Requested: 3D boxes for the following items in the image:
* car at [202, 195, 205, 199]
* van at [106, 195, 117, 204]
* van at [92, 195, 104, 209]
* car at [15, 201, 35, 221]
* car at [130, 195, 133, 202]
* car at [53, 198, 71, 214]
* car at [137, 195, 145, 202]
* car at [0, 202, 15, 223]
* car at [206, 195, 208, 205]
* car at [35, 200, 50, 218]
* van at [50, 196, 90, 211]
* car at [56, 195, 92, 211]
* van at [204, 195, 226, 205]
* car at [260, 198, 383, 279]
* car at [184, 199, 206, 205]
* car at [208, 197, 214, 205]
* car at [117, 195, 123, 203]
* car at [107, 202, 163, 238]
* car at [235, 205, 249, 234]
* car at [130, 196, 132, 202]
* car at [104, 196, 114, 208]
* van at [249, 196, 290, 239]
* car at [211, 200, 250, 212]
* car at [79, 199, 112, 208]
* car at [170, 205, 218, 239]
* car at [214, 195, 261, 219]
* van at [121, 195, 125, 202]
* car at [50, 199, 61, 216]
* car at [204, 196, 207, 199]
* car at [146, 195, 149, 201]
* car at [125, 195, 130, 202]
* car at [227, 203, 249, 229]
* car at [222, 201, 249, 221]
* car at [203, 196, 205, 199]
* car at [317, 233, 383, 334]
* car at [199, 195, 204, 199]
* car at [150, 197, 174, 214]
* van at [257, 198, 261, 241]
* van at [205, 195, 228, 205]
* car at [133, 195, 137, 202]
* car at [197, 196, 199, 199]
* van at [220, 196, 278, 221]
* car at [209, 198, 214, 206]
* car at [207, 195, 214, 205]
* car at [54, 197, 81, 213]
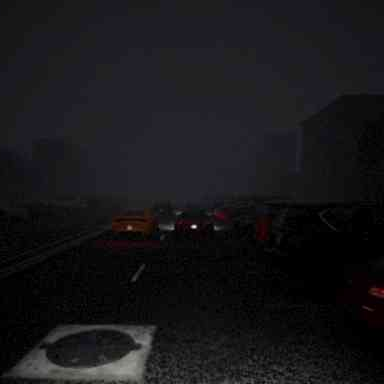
[{"bbox_3d":[4.700,1.788,57.972,5.008,1.535,2.097,0,-1,0],"label":"car"},{"bbox_3d":[-15.630,1.576,56.487,4.442,1.987,1.878,0,-1,0],"label":"van"},{"bbox_3d":[-15.623,1.501,48.214,4.442,1.987,1.878,0,0,0],"label":"van"},{"bbox_3d":[-15.672,1.570,26.158,5.366,1.575,1.946,0,0,0],"label":"car"},{"bbox_3d":[-15.556,1.807,70.399,4.553,1.767,2.185,0,-1,0],"label":"car"},{"bbox_3d":[-15.496,1.663,34.428,4.674,1.452,2.002,0,0,0],"label":"car"},{"bbox_3d":[-15.510,2.094,86.820,4.792,1.488,2.163,0,0,0],"label":"car"},{"bbox_3d":[-15.481,1.599,23.400,4.674,1.452,2.002,0,0,0],"label":"car"},{"bbox_3d":[4.675,1.566,46.859,4.553,1.767,2.185,0,-1,0],"label":"car"},{"bbox_3d":[-15.483,1.590,28.914,4.892,1.521,2.231,0,0,0],"label":"car"},{"bbox_3d":[-15.617,1.457,42.702,4.442,1.987,1.878,0,0,0],"label":"van"},{"bbox_3d":[-15.527,1.410,39.944,5.566,2.045,2.435,0,0,0],"label":"car"},{"bbox_3d":[4.821,1.661,69.091,4.442,1.987,1.878,0,-1,0],"label":"van"},{"bbox_3d":[4.738,1.242,7.952,5.566,2.045,2.435,0,0,0],"label":"car"},{"bbox_3d":[0.097,1.681,33.281,1.994,1.385,4.181,0,0,0],"label":"car"},{"bbox_3d":[4.701,1.632,38.519,4.892,1.521,2.231,0,0,0],"label":"car"},{"bbox_3d":[-15.521,1.828,59.243,5.008,1.535,2.097,0,-1,0],"label":"car"},{"bbox_3d":[-2.902,1.520,17.964,1.882,1.535,5.008,0,0,0],"label":"car"},{"bbox_3d":[4.706,1.557,16.413,4.674,1.452,2.002,0,0,0],"label":"car"},{"bbox_3d":[-15.517,1.907,67.641,5.008,1.535,2.097,0,-1,0],"label":"car"},{"bbox_3d":[-15.323,1.749,50.971,5.366,1.575,1.946,0,-1,0],"label":"car"},{"bbox_3d":[4.826,1.282,13.510,4.442,1.987,1.878,0,0,0],"label":"van"},{"bbox_3d":[4.704,1.690,41.298,4.674,1.452,2.002,0,0,0],"label":"car"},{"bbox_3d":[-15.508,1.817,53.728,4.674,1.452,2.002,0,-1,0],"label":"car"},{"bbox_3d":[0.098,1.605,17.628,1.994,1.385,4.181,0,0,0],"label":"car"},{"bbox_3d":[4.680,1.299,24.628,5.566,2.045,2.435,0,0,0],"label":"car"},{"bbox_3d":[-15.401,1.629,62.003,4.442,1.987,1.878,0,-1,0],"label":"van"},{"bbox_3d":[-15.521,1.635,31.672,4.792,1.488,2.163,0,0,0],"label":"car"},{"bbox_3d":[4.712,1.716,49.635,4.892,1.521,2.231,0,-1,0],"label":"car"},{"bbox_3d":[-15.516,1.850,92.338,5.566,2.045,2.435,0,0,0],"label":"car"},{"bbox_3d":[-15.548,1.630,64.760,5.566,2.045,2.435,0,-1,0],"label":"car"},{"bbox_3d":[4.679,1.557,19.068,4.792,1.488,2.163,0,0,0],"label":"car"},{"bbox_3d":[4.702,1.540,21.846,4.892,1.521,2.231,0,0,0],"label":"car"},{"bbox_3d":[4.701,1.739,52.412,5.008,1.535,2.097,0,0,0],"label":"car"},{"bbox_3d":[4.707,1.528,5.172,4.674,1.452,2.002,0,0,0],"label":"car"},{"bbox_3d":[4.520,1.810,60.751,5.366,1.575,1.946,0,-1,0],"label":"car"},{"bbox_3d":[-2.903,1.601,34.361,1.882,1.535,5.008,0,0,0],"label":"car"},{"bbox_3d":[4.592,1.274,10.732,4.442,1.987,1.878,0,0,0],"label":"van"},{"bbox_3d":[4.821,1.637,66.312,4.442,1.987,1.878,0,0,0],"label":"van"},{"bbox_3d":[-15.556,1.705,73.035,5.566,2.045,2.435,0,-1,0],"label":"car"},{"bbox_3d":[4.675,1.775,85.769,5.566,2.045,2.435,0,0,0],"label":"car"},{"bbox_3d":[4.591,1.339,27.405,4.442,1.987,1.878,0,0,0],"label":"van"},{"bbox_3d":[4.522,1.577,30.183,5.366,1.575,1.946,0,0,0],"label":"car"},{"bbox_3d":[4.675,1.545,44.078,4.553,1.767,2.185,0,0,0],"label":"car"},{"bbox_3d":[-15.501,1.641,37.186,5.008,1.535,2.097,0,0,0],"label":"car"}]
